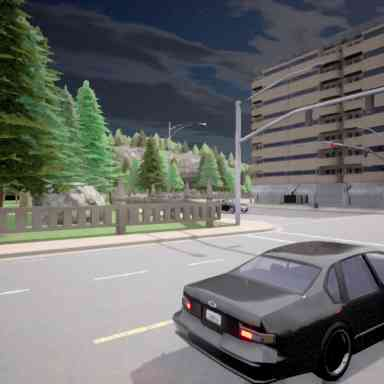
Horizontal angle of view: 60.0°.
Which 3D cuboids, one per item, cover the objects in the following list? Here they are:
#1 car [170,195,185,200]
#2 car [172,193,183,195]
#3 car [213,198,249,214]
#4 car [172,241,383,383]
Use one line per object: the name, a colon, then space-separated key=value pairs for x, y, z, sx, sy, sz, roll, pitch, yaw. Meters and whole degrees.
car: x=-1.581 y=1.491 z=45.822 sx=2.033 sy=1.411 sz=5.357 roll=0 pitch=0 yaw=-17
car: x=-2.979 y=1.167 z=65.096 sx=2.150 sy=2.045 sz=5.566 roll=0 pitch=0 yaw=10
car: x=3.877 y=1.436 z=34.920 sx=2.128 sy=1.511 sz=4.902 roll=0 pitch=0 yaw=-32
car: x=2.312 y=1.547 z=5.438 sx=5.357 sy=1.411 sz=2.033 roll=0 pitch=0 yaw=-35
